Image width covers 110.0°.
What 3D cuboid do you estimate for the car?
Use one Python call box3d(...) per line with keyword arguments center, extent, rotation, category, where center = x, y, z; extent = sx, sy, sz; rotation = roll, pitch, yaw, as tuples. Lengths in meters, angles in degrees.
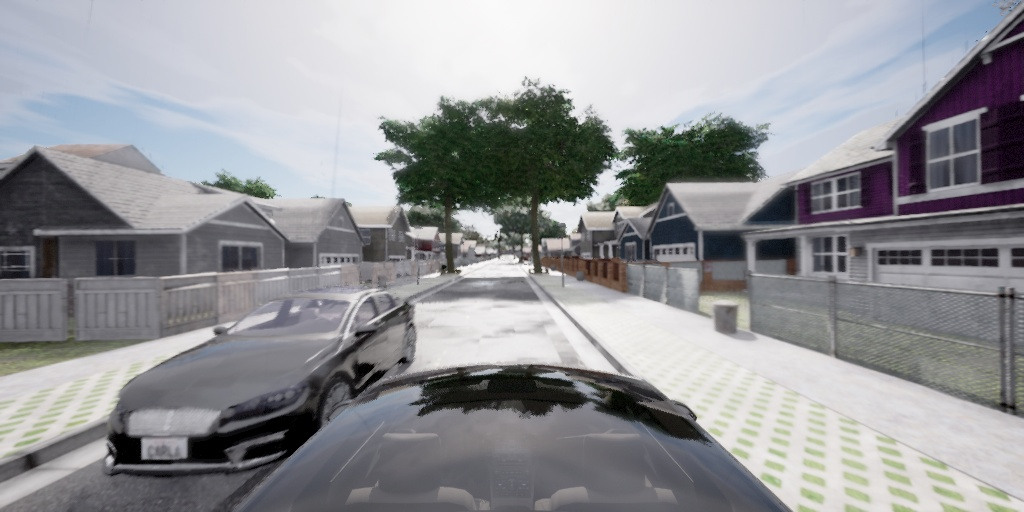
box3d(center=(-2.785, 1.267, 5.302), extent=(2.128, 1.511, 4.902), rotation=(-1, 0, 0), category="car")
